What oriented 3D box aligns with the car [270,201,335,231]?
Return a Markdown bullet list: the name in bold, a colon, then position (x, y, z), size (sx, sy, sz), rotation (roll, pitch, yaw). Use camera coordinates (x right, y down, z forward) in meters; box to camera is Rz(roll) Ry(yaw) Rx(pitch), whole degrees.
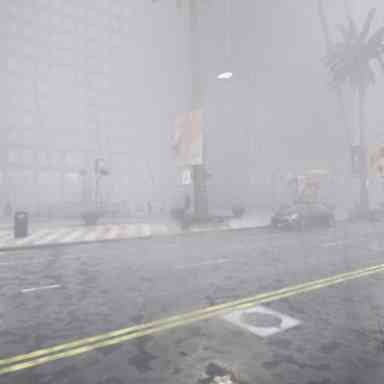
- **car**: position (7.134, 1.421, 21.390), size (4.553, 1.767, 2.185), rotation (0, 0, -36)
